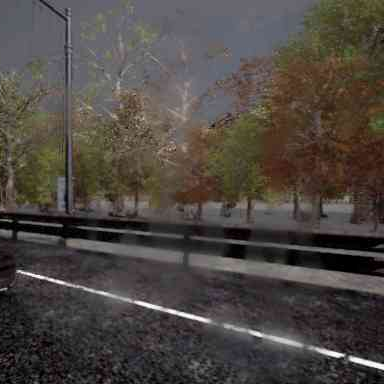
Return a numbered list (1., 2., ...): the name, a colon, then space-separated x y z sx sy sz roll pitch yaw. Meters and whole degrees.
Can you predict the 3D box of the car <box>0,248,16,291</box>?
1. car: -6.082 1.590 7.266 4.892 1.490 1.837 -2 -2 24
